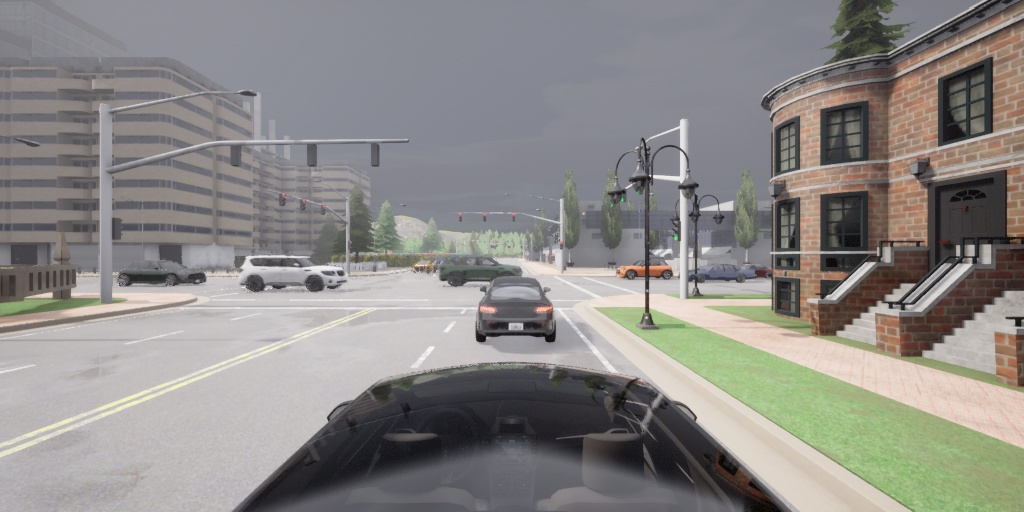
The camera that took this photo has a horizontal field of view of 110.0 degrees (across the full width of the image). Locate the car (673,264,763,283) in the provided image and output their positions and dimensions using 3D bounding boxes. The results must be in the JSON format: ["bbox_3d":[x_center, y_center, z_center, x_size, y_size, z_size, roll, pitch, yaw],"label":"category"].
[{"bbox_3d":[15.629,1.297,27.404,5.357,1.411,2.033,0,0,-1],"label":"car"}]

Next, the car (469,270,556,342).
[{"bbox_3d":[0.088,1.276,9.617,1.812,1.442,4.674,0,0,0],"label":"car"}]

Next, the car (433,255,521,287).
[{"bbox_3d":[-2.033,0.972,23.701,5.566,2.045,2.150,0,0,1],"label":"car"}]

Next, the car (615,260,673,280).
[{"bbox_3d":[11.326,1.102,30.897,4.553,1.767,2.097,0,0,-1],"label":"car"}]

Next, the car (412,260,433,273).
[{"bbox_3d":[-10.637,1.227,43.639,1.882,1.535,5.008,0,0,2],"label":"car"}]

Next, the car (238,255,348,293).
[{"bbox_3d":[-12.436,0.973,20.500,5.566,2.045,2.150,0,0,1],"label":"car"}]

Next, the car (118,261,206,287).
[{"bbox_3d":[-23.360,1.102,24.076,4.553,1.767,2.097,0,0,0],"label":"car"}]

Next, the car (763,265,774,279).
[{"bbox_3d":[20.318,1.351,31.029,4.718,1.301,1.895,0,0,-2],"label":"car"}]
